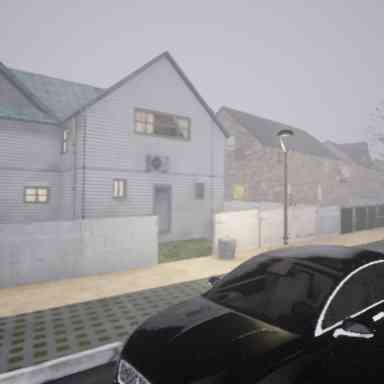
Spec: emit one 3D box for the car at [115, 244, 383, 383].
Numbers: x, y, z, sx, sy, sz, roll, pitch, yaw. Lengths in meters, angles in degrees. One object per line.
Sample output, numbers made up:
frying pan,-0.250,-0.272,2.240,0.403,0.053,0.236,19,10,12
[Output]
car,1.467,1.512,4.191,4.892,1.490,1.837,0,0,-36
